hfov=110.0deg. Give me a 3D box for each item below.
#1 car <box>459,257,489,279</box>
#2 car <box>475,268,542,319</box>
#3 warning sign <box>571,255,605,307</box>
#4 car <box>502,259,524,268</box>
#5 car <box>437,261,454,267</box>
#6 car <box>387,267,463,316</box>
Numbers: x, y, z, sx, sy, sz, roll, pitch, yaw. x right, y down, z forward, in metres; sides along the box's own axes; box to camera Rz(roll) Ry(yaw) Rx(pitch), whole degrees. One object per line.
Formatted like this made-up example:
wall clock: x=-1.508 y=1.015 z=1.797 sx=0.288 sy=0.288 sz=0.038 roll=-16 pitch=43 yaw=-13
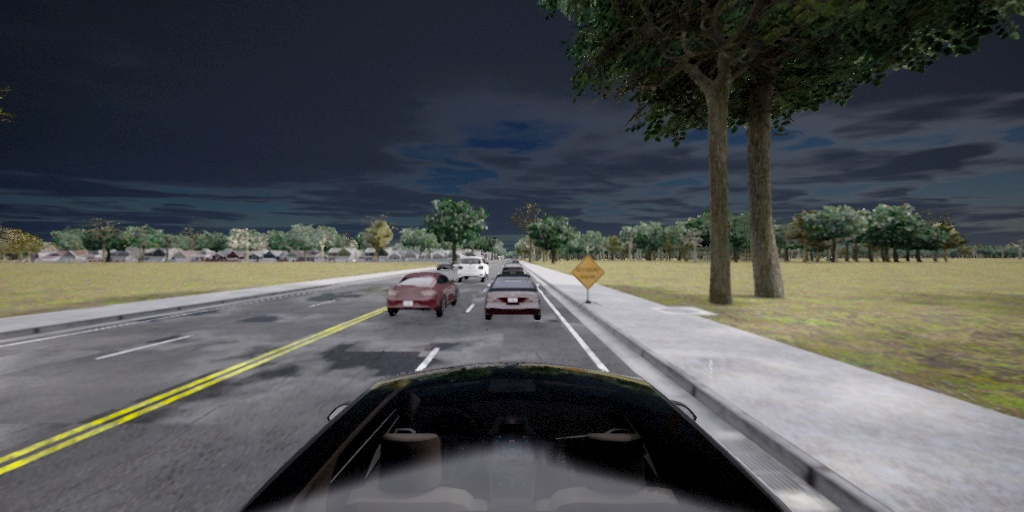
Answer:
car: x=-3.189 y=1.071 z=30.386 sx=2.150 sy=2.045 sz=5.566 roll=0 pitch=0 yaw=0
car: x=0.045 y=1.330 z=12.910 sx=2.033 sy=1.411 sz=5.357 roll=0 pitch=0 yaw=1
warning sign: x=2.849 y=0.899 z=13.470 sx=1.300 sy=1.860 sz=1.060 roll=0 pitch=0 yaw=0
car: x=0.076 y=1.337 z=33.203 sx=1.882 sy=1.535 sz=5.008 roll=0 pitch=0 yaw=0
car: x=-9.840 y=1.490 z=53.293 sx=2.033 sy=1.411 sz=5.357 roll=0 pitch=0 yaw=0
car: x=-3.202 y=1.310 z=13.414 sx=1.812 sy=1.442 sz=4.674 roll=0 pitch=0 yaw=0
